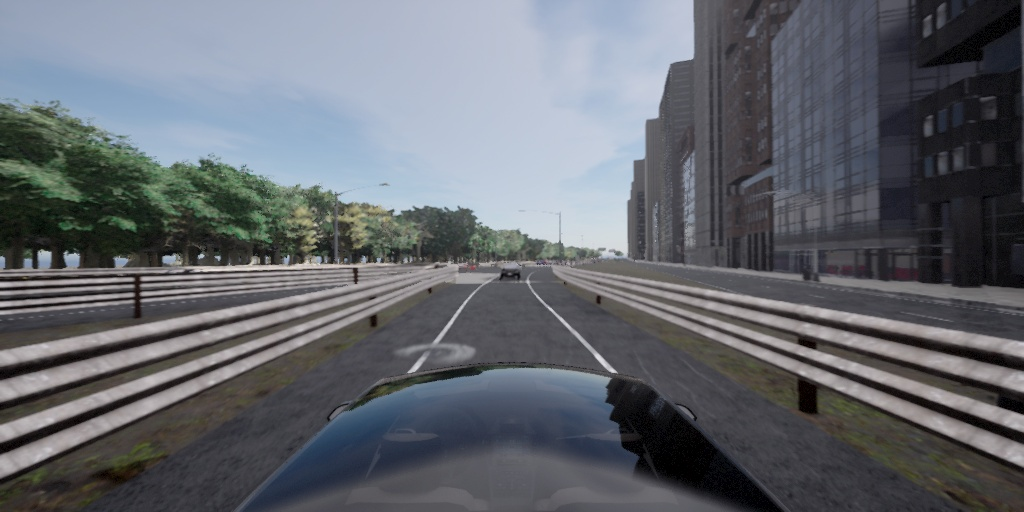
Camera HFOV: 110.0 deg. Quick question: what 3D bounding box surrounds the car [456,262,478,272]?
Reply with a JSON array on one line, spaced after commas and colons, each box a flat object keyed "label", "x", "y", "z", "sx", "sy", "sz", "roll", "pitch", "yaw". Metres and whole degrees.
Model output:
[{"label": "car", "x": -6.305, "y": 1.515, "z": 50.387, "sx": 1.812, "sy": 1.442, "sz": 4.674, "roll": 0, "pitch": -1, "yaw": 16}]

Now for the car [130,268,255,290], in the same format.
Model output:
[{"label": "car", "x": -15.841, "y": 1.256, "z": 18.126, "sx": 1.895, "sy": 1.301, "sz": 4.718, "roll": 0, "pitch": -1, "yaw": 16}]

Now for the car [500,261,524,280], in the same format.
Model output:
[{"label": "car", "x": -0.063, "y": 1.486, "z": 35.142, "sx": 1.882, "sy": 1.535, "sz": 5.008, "roll": -1, "pitch": 0, "yaw": 3}]
